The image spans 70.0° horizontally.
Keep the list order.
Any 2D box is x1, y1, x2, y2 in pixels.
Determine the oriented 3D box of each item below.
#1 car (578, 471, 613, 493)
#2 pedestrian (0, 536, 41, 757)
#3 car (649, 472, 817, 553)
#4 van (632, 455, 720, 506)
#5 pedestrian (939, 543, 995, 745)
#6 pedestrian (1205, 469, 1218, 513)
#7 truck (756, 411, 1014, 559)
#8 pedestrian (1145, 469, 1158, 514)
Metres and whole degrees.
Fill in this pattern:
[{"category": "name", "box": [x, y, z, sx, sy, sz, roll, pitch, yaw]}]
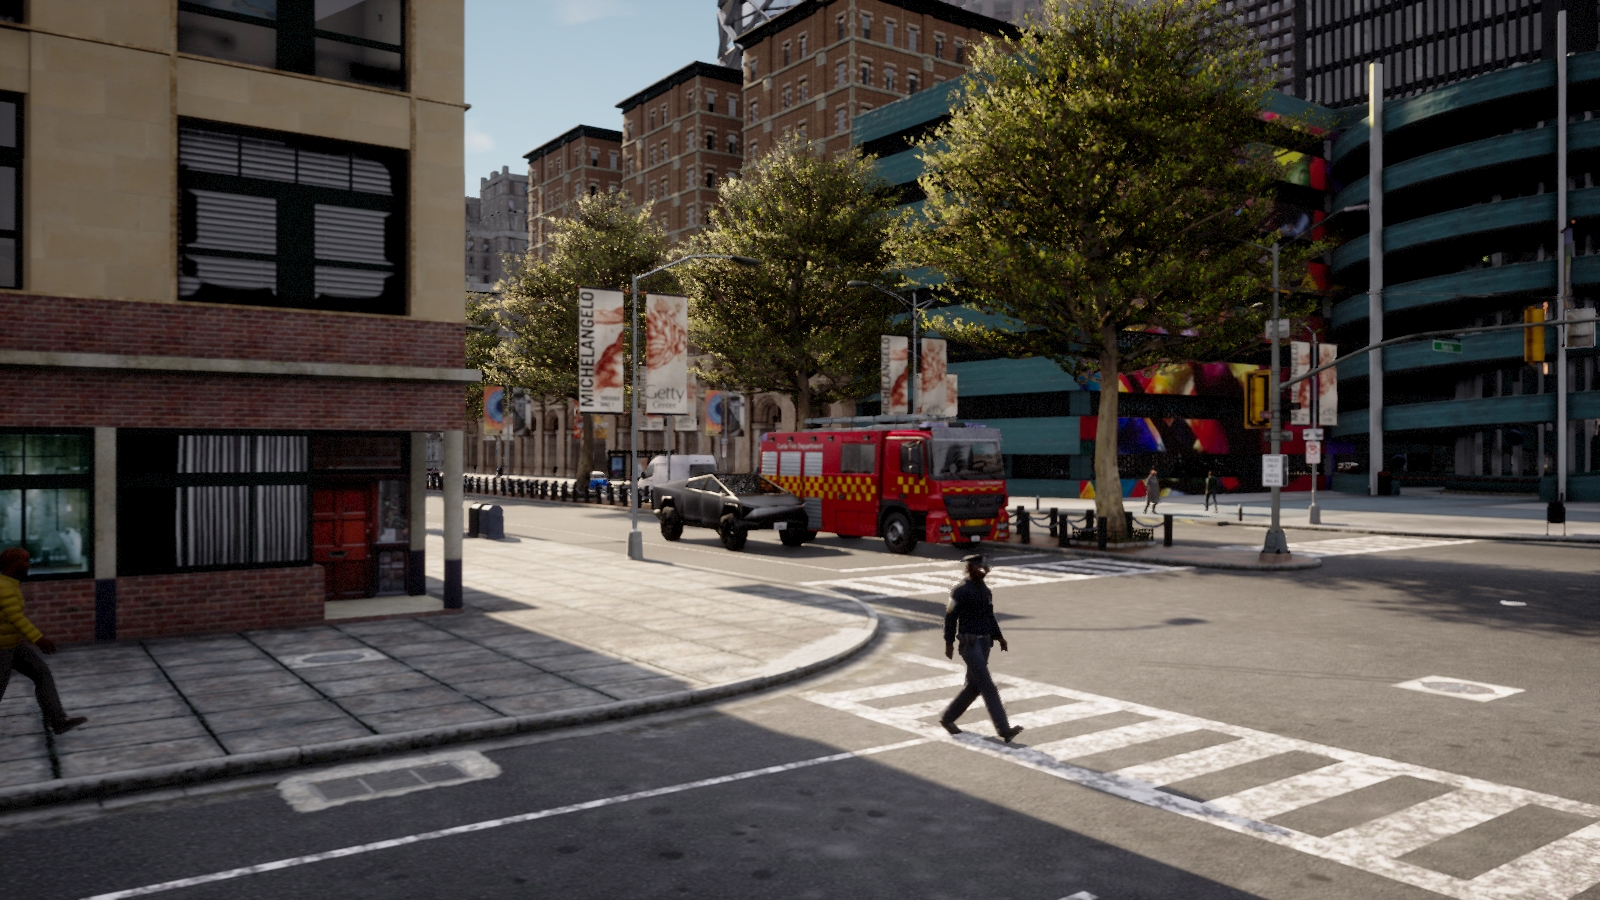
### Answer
[{"category": "car", "box": [-13.639, 2.136, 76.182, 1.481, 1.376, 2.207, 0, 0, -35]}, {"category": "pedestrian", "box": [-6.871, 1.697, 9.984, 0.375, 1.860, 0.375, 0, 0, -30]}, {"category": "car", "box": [-2.165, 1.763, 34.372, 2.390, 2.098, 6.274, 0, 0, -31]}, {"category": "van", "box": [-6.608, 1.549, 60.202, 1.988, 2.561, 5.915, 0, 0, -36]}, {"category": "pedestrian", "box": [1.611, 1.853, 11.037, 0.375, 1.860, 0.375, 0, 0, -39]}, {"category": "pedestrian", "box": [17.345, 1.717, 48.136, 0.375, 1.860, 0.375, 0, 0, -10]}, {"category": "truck", "box": [2.222, 0.902, 33.803, 2.891, 3.827, 8.468, 0, 0, -35]}, {"category": "pedestrian", "box": [14.531, 1.718, 47.234, 0.375, 1.860, 0.375, 0, 0, -18]}]
